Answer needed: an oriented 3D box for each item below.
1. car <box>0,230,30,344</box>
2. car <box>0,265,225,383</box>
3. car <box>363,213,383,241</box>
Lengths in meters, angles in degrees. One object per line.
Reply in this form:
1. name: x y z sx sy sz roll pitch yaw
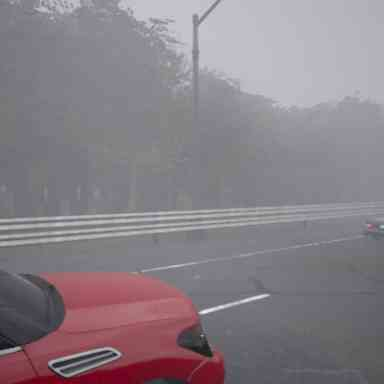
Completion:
1. car: -5.026 1.512 4.464 4.892 1.490 1.837 0 0 -36
2. car: -2.369 1.225 2.055 5.566 2.045 2.150 0 0 -36
3. car: 9.914 1.475 15.139 5.357 1.411 2.033 0 0 -36
